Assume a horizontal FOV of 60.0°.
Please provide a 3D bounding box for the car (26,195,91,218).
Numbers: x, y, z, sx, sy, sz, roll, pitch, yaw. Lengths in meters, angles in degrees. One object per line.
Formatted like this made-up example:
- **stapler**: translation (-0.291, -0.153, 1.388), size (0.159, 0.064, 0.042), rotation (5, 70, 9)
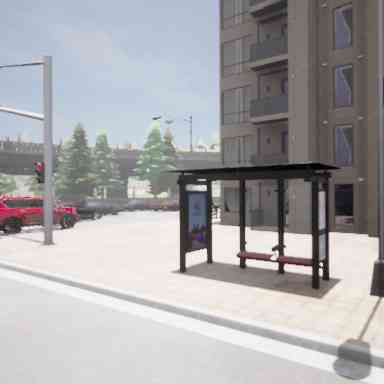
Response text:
- **car**: translation (-12.992, 1.332, 32.753), size (2.150, 2.045, 5.566), rotation (0, 0, 37)

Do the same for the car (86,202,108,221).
- **car**: translation (-9.285, 1.548, 25.695), size (1.882, 1.535, 5.008), rotation (0, 0, 36)

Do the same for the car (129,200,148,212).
- **car**: translation (-6.672, 1.656, 40.821), size (2.033, 1.411, 5.357), rotation (0, 0, 39)

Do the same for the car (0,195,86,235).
- **car**: translation (-9.443, 1.271, 19.568), size (2.150, 2.045, 5.566), rotation (0, 0, 36)

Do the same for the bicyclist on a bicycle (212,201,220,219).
- **bicyclist on a bicycle**: translation (1.554, 1.324, 26.459), size (1.656, 1.620, 0.582), rotation (-1, 0, 36)

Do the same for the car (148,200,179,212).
- **car**: translation (-2.609, 1.688, 40.139), size (1.895, 1.301, 4.718), rotation (0, 0, 43)

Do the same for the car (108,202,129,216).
- **car**: translation (-9.058, 1.638, 32.204), size (2.033, 1.411, 5.357), rotation (0, 0, 37)

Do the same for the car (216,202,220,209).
- **car**: translation (5.618, 1.576, 46.598), size (4.892, 1.490, 1.837), rotation (0, 0, -29)
